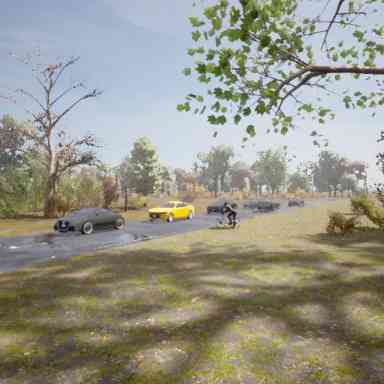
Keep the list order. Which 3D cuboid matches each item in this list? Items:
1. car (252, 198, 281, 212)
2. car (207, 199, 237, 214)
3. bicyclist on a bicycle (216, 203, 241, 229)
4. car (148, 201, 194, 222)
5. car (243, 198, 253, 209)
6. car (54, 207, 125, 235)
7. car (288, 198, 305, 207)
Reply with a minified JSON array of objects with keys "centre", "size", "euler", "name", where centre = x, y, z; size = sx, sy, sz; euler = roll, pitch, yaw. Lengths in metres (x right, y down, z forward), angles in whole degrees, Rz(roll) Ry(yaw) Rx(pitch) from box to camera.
[{"centre":[9.489,1.561,40.688],"size":[2.128,1.511,4.902],"euler":[0,0,29],"name":"car"},{"centre":[3.303,1.543,35.990],"size":[1.882,1.535,5.008],"euler":[0,0,28],"name":"car"},{"centre":[2.258,1.483,20.825],"size":[1.656,1.620,0.582],"euler":[0,0,29],"name":"bicyclist on a bicycle"},{"centre":[-1.616,1.525,26.986],"size":[1.882,1.535,5.008],"euler":[0,0,28],"name":"car"},{"centre":[8.452,1.575,45.357],"size":[2.128,1.511,4.902],"euler":[0,0,29],"name":"car"},{"centre":[-5.819,1.595,19.275],"size":[1.994,1.385,4.181],"euler":[0,0,28],"name":"car"},{"centre":[17.233,1.641,54.905],"size":[2.033,1.411,5.357],"euler":[0,0,29],"name":"car"}]
